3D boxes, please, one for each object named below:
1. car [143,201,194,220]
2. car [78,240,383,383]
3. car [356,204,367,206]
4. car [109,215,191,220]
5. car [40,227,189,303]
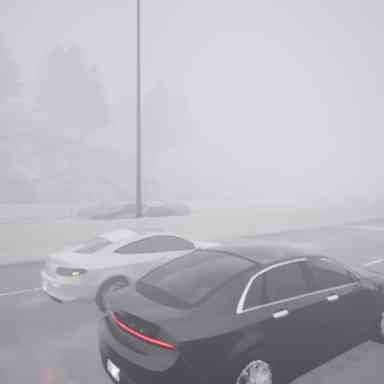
[{"bbox_3d":[-2.015,1.590,29.389,4.181,1.385,1.994,0,0,-41],"label":"car"},{"bbox_3d":[1.168,1.506,4.741,4.892,1.490,1.837,0,0,-37],"label":"car"},{"bbox_3d":[24.868,1.498,49.879,4.674,1.442,1.812,0,0,-43],"label":"car"},{"bbox_3d":[-2.526,1.547,19.831,4.674,1.442,1.812,0,0,-39],"label":"car"},{"bbox_3d":[-0.886,1.534,7.572,4.674,1.442,1.812,0,0,-37],"label":"car"}]
